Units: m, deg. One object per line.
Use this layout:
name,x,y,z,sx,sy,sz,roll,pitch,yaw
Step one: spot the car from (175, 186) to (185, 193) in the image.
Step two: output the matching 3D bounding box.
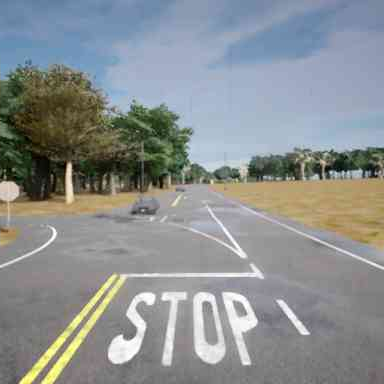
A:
car,-2.750,-0.598,77.726,1.994,1.385,4.181,0,2,6

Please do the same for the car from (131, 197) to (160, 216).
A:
car,-3.665,1.107,26.862,1.994,1.385,4.181,-1,2,0
